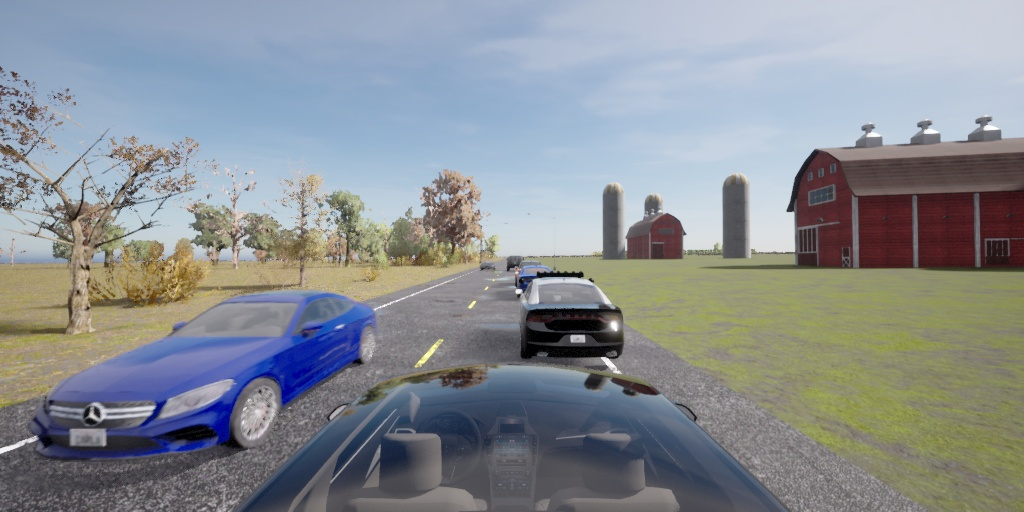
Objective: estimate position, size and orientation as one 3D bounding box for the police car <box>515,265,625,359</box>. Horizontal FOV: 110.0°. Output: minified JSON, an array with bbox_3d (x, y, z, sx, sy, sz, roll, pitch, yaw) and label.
[{"bbox_3d":[1.119,1.175,8.557,1.930,1.638,5.238,0,0,0],"label":"police car"}]

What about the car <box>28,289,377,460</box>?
[{"bbox_3d":[-3.557,1.276,5.352,1.812,1.442,4.674,0,0,1],"label":"car"}]

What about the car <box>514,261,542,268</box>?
[{"bbox_3d":[1.204,1.227,18.447,1.882,1.535,5.008,0,0,0],"label":"car"}]

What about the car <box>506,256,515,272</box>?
[{"bbox_3d":[0.431,0.959,47.359,2.150,2.045,5.566,0,0,1],"label":"car"}]

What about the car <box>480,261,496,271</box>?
[{"bbox_3d":[-3.187,1.300,48.051,1.994,1.385,4.181,0,0,1],"label":"car"}]

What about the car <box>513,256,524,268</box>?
[{"bbox_3d":[1.254,1.098,24.417,2.097,1.767,4.553,0,0,0],"label":"car"}]
